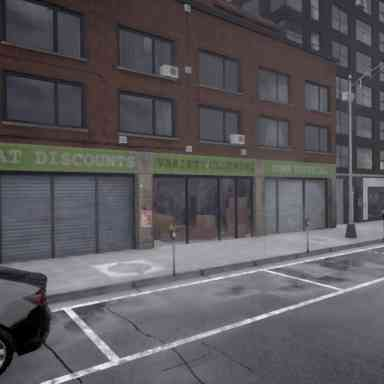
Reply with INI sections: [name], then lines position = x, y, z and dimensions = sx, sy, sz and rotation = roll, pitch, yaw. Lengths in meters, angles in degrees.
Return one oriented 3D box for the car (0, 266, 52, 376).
[car]
position = -3.903, 1.566, 3.760
dimensions = 4.313, 1.339, 1.947
rotation = 0, -1, -35
